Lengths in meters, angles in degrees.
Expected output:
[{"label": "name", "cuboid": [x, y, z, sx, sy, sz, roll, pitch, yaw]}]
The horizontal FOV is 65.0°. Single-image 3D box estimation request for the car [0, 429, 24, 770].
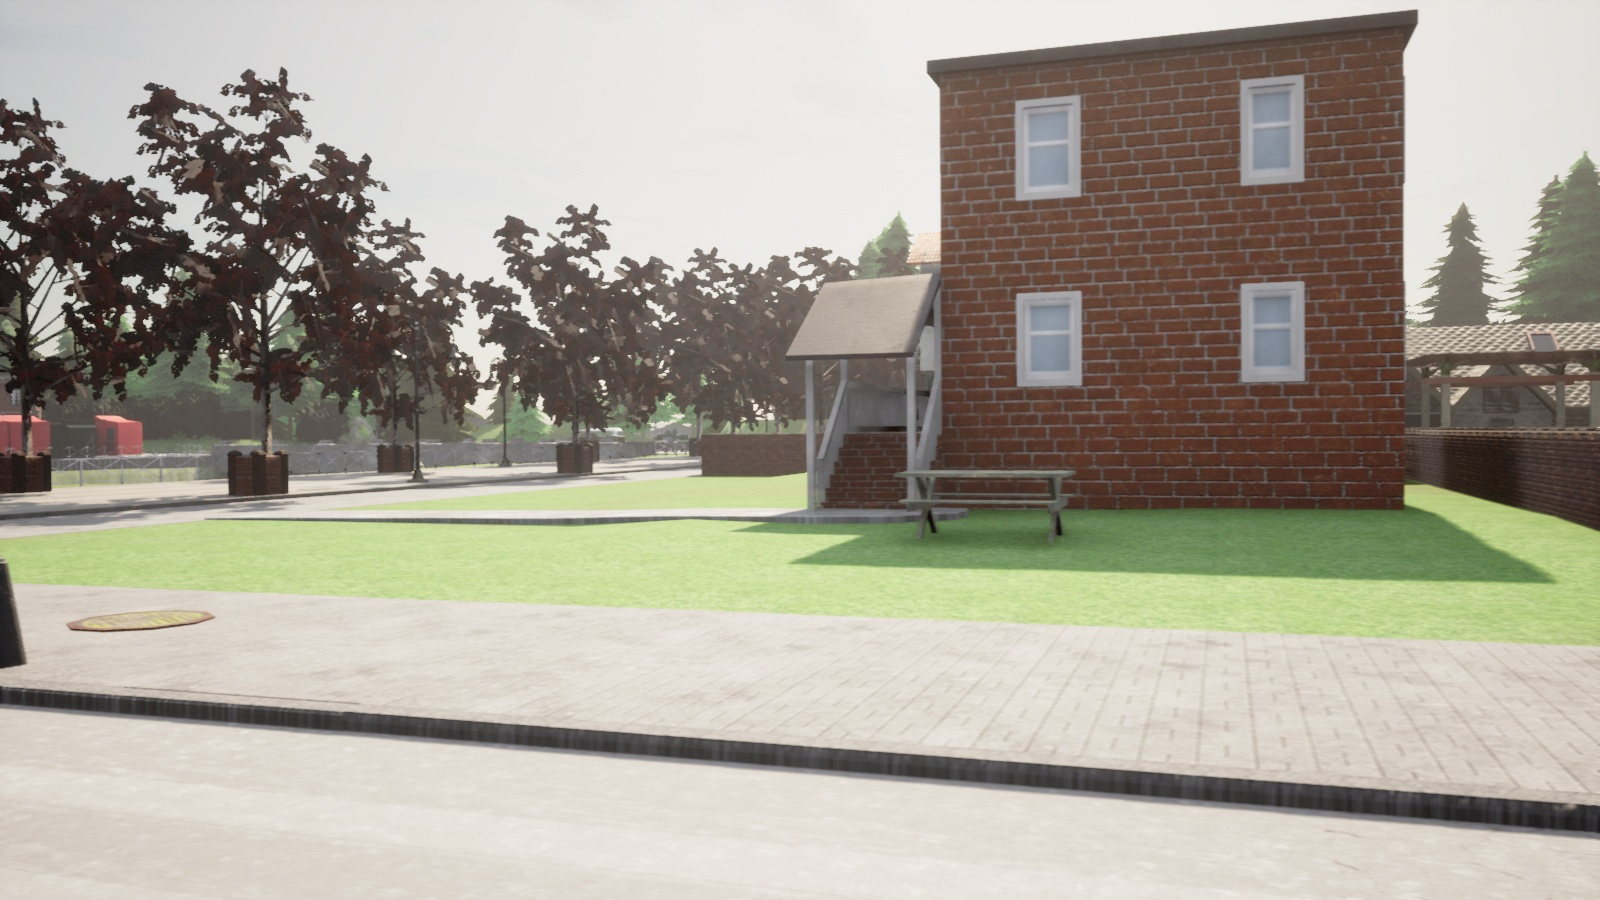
[{"label": "car", "cuboid": [-6.481, 0.692, 5.900, 5.366, 1.575, 1.801, 0, 1, 19]}]
